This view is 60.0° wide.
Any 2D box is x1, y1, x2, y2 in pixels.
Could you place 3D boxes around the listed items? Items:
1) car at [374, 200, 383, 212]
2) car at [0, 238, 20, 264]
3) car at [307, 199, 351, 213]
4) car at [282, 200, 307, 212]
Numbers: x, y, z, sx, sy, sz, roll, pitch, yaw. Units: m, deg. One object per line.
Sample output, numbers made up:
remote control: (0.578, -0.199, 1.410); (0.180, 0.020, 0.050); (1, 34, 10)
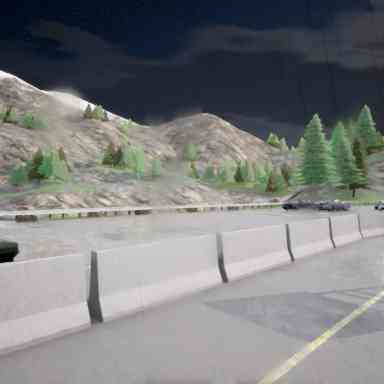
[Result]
car: (22.806, 1.491, 37.989); (4.902, 1.511, 2.128); (0, 0, -33)
car: (-7.089, 1.601, 8.230); (1.895, 1.301, 4.718); (0, 0, 43)
car: (15.784, 1.547, 37.512); (5.357, 1.411, 2.033); (0, 0, -35)
car: (12.905, 1.601, 39.753); (4.718, 1.301, 1.895); (0, 0, -35)
